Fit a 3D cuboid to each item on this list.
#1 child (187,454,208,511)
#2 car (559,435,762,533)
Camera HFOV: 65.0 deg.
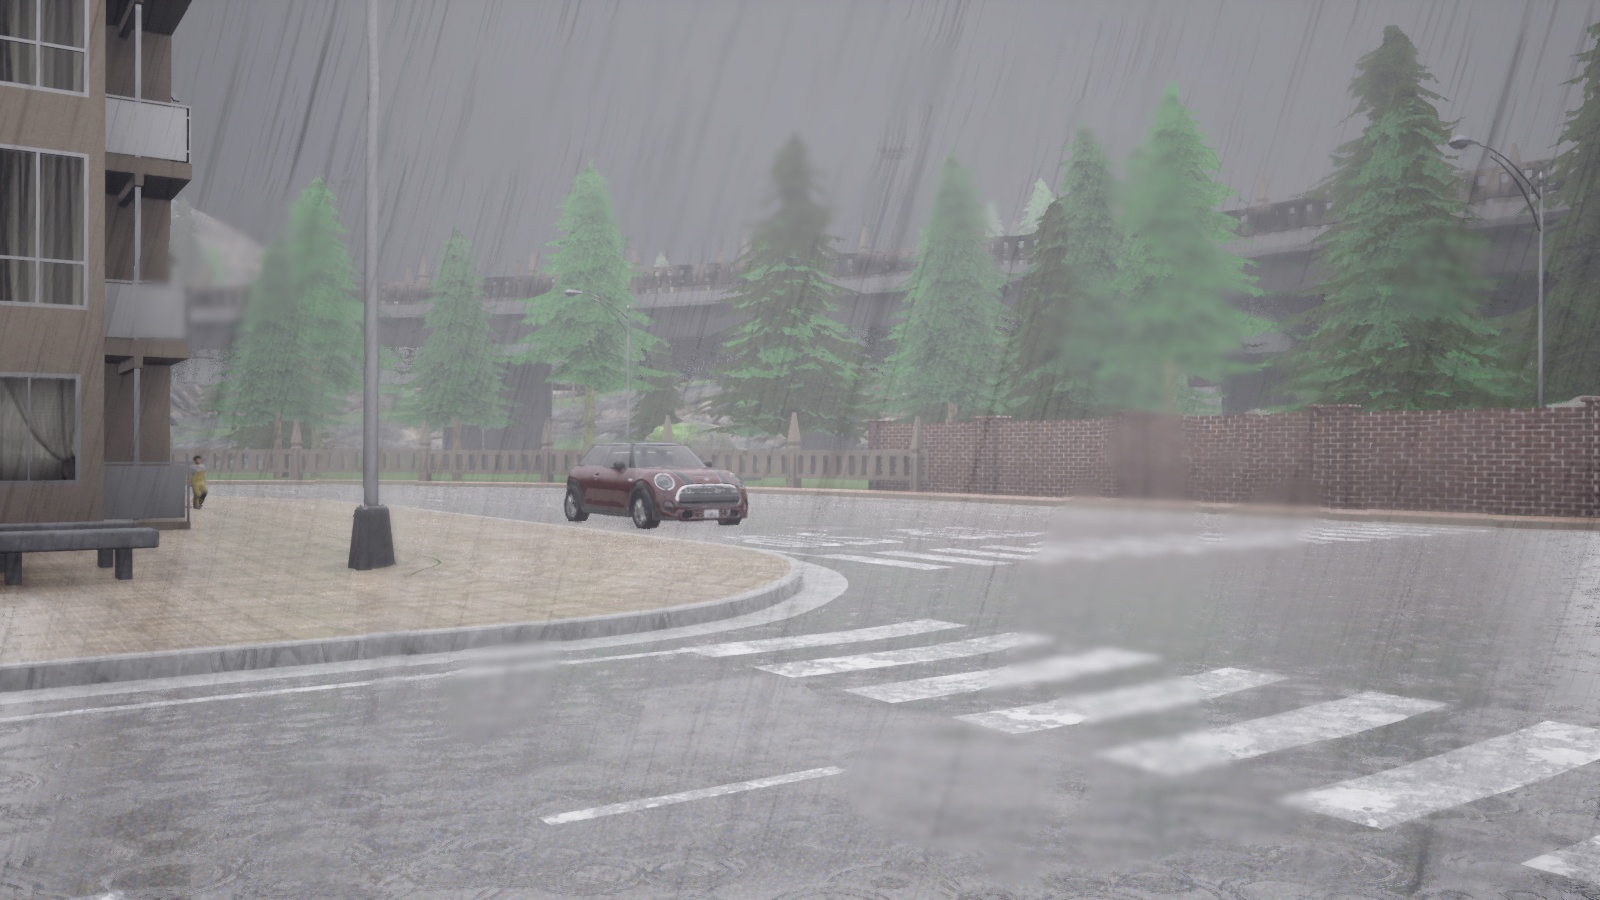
[{"bbox_3d":[-13.563,0.721,28.267,0.437,1.263,0.270,0,0,39],"label":"child"},{"bbox_3d":[-2.881,0.615,25.037,2.097,1.767,4.553,0,0,-35],"label":"car"}]
